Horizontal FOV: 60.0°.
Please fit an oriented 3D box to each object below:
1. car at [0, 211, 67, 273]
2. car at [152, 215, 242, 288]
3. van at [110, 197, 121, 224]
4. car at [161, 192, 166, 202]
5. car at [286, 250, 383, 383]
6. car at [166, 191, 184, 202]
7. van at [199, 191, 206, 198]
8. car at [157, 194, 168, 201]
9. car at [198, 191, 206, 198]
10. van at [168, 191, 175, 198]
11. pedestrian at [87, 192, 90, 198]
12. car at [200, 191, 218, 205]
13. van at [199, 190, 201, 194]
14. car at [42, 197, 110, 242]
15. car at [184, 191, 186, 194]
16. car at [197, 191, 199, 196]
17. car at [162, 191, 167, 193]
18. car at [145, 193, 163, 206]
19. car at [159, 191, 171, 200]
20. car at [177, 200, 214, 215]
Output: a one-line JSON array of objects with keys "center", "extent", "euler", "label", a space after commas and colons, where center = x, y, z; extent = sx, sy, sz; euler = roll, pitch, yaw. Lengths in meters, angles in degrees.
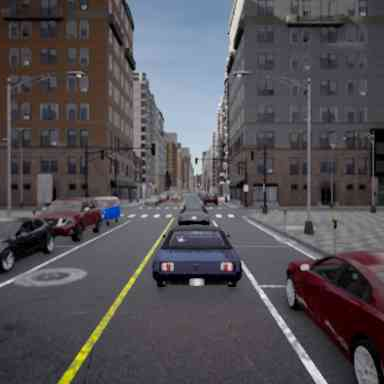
[{"center": [-5.841, 1.506, 10.485], "extent": [1.947, 1.339, 4.313], "euler": [0, 0, 0], "label": "car"}, {"center": [0.113, 1.549, 9.041], "extent": [1.895, 1.301, 4.718], "euler": [0, 0, 0], "label": "car"}, {"center": [-5.825, 1.215, 21.765], "extent": [1.690, 1.788, 3.998], "euler": [0, 0, 0], "label": "van"}, {"center": [-5.776, 1.179, 54.437], "extent": [1.947, 1.339, 4.313], "euler": [0, 0, 0], "label": "car"}, {"center": [2.676, 1.516, 4.807], "extent": [1.887, 1.381, 4.507], "euler": [0, 0, 0], "label": "car"}, {"center": [-2.975, 0.921, 59.667], "extent": [2.097, 1.767, 4.553], "euler": [0, 1, 0], "label": "car"}, {"center": [2.800, 0.664, 88.334], "extent": [1.690, 1.788, 3.998], "euler": [0, 1, 0], "label": "van"}, {"center": [-5.760, 1.045, 65.575], "extent": [1.752, 1.417, 4.829], "euler": [0, 0, 0], "label": "car"}, {"center": [2.808, 0.588, 93.991], "extent": [2.192, 1.841, 5.009], "euler": [0, 1, 0], "label": "car"}, {"center": [-5.718, 0.615, 94.018], "extent": [1.690, 1.788, 3.998], "euler": [0, 1, 0], "label": "van"}, {"center": [-12.492, 0.871, 39.739], "extent": [0.375, 1.860, 0.375], "euler": [0, 0, 1], "label": "pedestrian"}, {"center": [2.742, 0.975, 48.740], "extent": [2.192, 1.841, 5.009], "euler": [0, 0, 0], "label": "car"}, {"center": [2.766, 0.859, 65.710], "extent": [1.690, 1.788, 3.998], "euler": [0, 0, 0], "label": "van"}, {"center": [-5.833, 1.223, 16.124], "extent": [2.192, 1.841, 5.009], "euler": [0, 0, 0], "label": "car"}, {"center": [-2.889, 0.939, 75.061], "extent": [1.837, 1.490, 4.892], "euler": [0, 0, 0], "label": "car"}, {"center": [2.783, 0.945, 77.194], "extent": [1.752, 1.417, 4.829], "euler": [0, 0, 0], "label": "car"}, {"center": [-5.768, 1.093, 59.921], "extent": [1.752, 1.417, 4.829], "euler": [0, 0, 0], "label": "car"}, {"center": [-5.785, 1.187, 48.611], "extent": [1.752, 1.417, 4.829], "euler": [0, 0, 0], "label": "car"}, {"center": [-5.751, 0.786, 71.399], "extent": [2.192, 1.841, 5.009], "euler": [0, 0, 0], "label": "car"}, {"center": [0.128, 1.441, 21.148], "extent": [1.994, 1.385, 4.181], "euler": [0, 0, 0], "label": "car"}]
